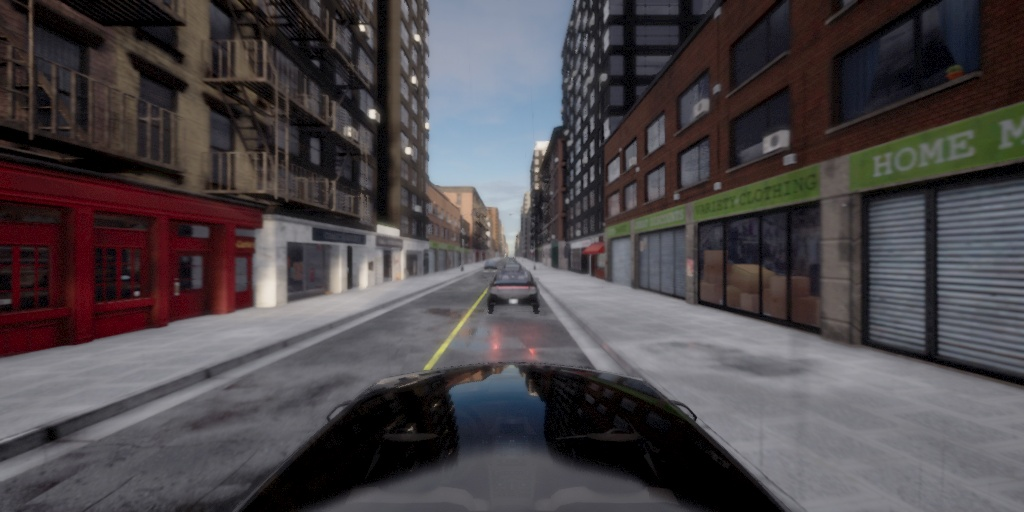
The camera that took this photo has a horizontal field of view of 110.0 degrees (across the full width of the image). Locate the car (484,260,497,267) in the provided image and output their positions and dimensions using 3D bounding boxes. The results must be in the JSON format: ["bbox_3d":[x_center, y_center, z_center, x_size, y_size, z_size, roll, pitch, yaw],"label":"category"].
[{"bbox_3d":[-3.097,1.357,52.789,2.033,1.411,5.357,0,0,0],"label":"car"}]

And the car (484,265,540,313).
[{"bbox_3d":[0.061,1.262,14.061,2.128,1.511,4.902,0,0,0],"label":"car"}]

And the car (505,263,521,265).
[{"bbox_3d":[0.054,1.302,29.301,1.837,1.490,4.892,0,0,0],"label":"car"}]
